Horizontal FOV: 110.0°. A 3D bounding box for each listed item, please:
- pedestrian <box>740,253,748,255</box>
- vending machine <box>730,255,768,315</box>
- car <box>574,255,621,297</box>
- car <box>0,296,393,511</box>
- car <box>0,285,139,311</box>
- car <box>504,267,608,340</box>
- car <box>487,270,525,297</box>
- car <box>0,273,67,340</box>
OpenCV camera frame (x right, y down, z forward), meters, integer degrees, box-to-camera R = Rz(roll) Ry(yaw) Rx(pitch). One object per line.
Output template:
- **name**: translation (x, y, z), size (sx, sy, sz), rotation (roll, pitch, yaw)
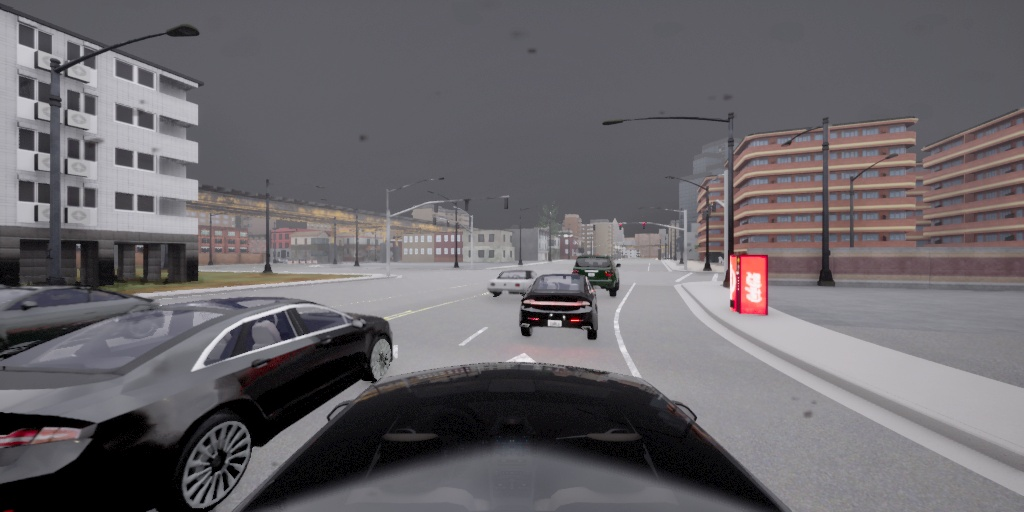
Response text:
- **pedestrian**: translation (8.062, 0.795, 12.481), size (0.375, 1.860, 0.375), rotation (0, 0, 21)
- **vending machine**: translation (7.829, 0.945, 11.862), size (1.100, 2.100, 0.880), rotation (0, 0, 20)
- **car**: translation (4.584, 0.971, 19.357), size (2.150, 2.045, 5.566), rotation (0, 0, 19)
- **car**: translation (-3.103, 1.241, 4.311), size (2.128, 1.511, 4.902), rotation (0, 0, 5)
- **car**: translation (-9.960, 1.314, 7.338), size (1.994, 1.385, 4.181), rotation (0, 0, 9)
- **car**: translation (1.450, 1.242, 10.119), size (2.128, 1.511, 4.902), rotation (0, 0, 13)
- **car**: translation (0.485, 1.351, 18.325), size (1.895, 1.301, 4.718), rotation (0, 0, 20)
- **car**: translation (-13.463, 1.241, 7.450), size (2.128, 1.511, 4.902), rotation (0, 0, 8)
